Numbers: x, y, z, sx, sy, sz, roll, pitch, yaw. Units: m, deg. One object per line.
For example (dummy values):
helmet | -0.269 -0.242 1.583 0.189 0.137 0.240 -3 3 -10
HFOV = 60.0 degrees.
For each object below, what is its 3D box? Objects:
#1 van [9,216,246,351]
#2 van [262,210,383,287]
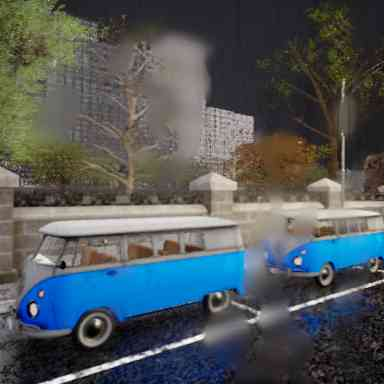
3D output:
van | -0.863 1.360 5.941 3.998 1.788 1.690 0 0 -35
van | 3.721 1.399 9.208 3.998 1.788 1.690 0 0 -35
